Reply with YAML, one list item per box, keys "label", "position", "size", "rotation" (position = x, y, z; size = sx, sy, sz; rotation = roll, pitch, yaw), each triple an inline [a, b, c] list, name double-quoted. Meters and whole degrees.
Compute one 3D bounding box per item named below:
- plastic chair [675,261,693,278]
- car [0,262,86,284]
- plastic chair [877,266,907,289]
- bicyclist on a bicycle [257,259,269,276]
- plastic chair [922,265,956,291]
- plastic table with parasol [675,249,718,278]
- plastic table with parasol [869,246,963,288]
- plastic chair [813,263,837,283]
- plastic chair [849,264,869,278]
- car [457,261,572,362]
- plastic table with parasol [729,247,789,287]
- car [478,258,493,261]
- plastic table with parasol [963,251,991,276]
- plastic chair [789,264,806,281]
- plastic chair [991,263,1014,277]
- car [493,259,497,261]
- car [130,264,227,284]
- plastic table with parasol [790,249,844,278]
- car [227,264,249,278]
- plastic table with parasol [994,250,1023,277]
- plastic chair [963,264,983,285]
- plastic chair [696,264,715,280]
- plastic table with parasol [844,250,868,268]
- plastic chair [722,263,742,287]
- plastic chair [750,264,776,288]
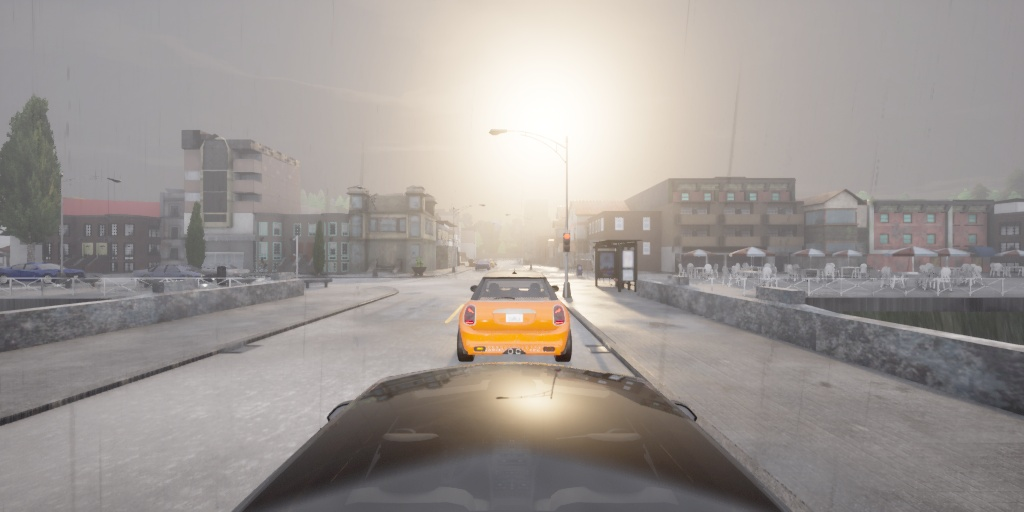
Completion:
- label: "plastic chair"
  position: [14.704, 1.279, 30.633]
  size: [0.730, 1.272, 0.750]
  rotation: [0, 0, 0]
- label: "car"
  position: [-34.322, 1.228, 26.195]
  size: [5.008, 1.535, 1.882]
  rotation: [0, 0, 0]
- label: "plastic chair"
  position: [22.602, 1.279, 21.331]
  size: [0.730, 1.272, 0.750]
  rotation: [0, 0, 0]
- label: "bicyclist on a bicycle"
  position: [-24.014, 1.099, 34.583]
  size: [0.582, 1.620, 1.656]
  rotation: [0, 0, 0]
- label: "plastic chair"
  position: [23.701, 1.279, 19.931]
  size: [0.750, 1.272, 0.730]
  rotation: [0, 0, 0]
- label: "plastic table with parasol"
  position: [15.924, 0.675, 30.513]
  size: [2.482, 2.480, 2.482]
  rotation: [0, 0, 0]
- label: "plastic table with parasol"
  position: [23.802, 0.675, 21.281]
  size: [2.482, 2.480, 2.482]
  rotation: [0, 0, 0]
- label: "plastic chair"
  position: [22.803, 1.279, 26.131]
  size: [0.750, 1.272, 0.730]
  rotation: [0, 0, 0]
- label: "plastic chair"
  position: [29.904, 1.279, 30.829]
  size: [0.750, 1.272, 0.730]
  rotation: [0, 0, 0]
- label: "car"
  position: [0.061, 1.102, 8.375]
  size: [2.097, 1.767, 4.553]
  rotation: [0, 0, 1]
- label: "plastic table with parasol"
  position: [15.172, 0.675, 22.693]
  size: [2.482, 2.480, 2.482]
  rotation: [0, 0, 0]
- label: "car"
  position: [-4.091, 1.228, 51.054]
  size: [1.882, 1.535, 5.008]
  rotation: [0, 0, 0]
- label: "plastic table with parasol"
  position: [30.513, 0.675, 25.109]
  size: [2.482, 2.480, 2.482]
  rotation: [0, 0, 0]
- label: "plastic chair"
  position: [21.703, 1.279, 27.531]
  size: [0.730, 1.272, 0.750]
  rotation: [0, 0, 0]
- label: "plastic chair"
  position: [45.505, 1.279, 33.325]
  size: [0.730, 1.272, 0.750]
  rotation: [0, 0, 0]
- label: "car"
  position: [-4.070, 1.228, 60.840]
  size: [1.882, 1.535, 5.008]
  rotation: [0, 0, 0]
- label: "car"
  position: [-24.460, 1.298, 26.184]
  size: [5.357, 1.411, 2.033]
  rotation: [0, 0, 0]
- label: "plastic table with parasol"
  position: [22.903, 0.675, 27.481]
  size: [2.482, 2.480, 2.482]
  rotation: [0, 0, 0]
- label: "car"
  position: [-25.181, 1.351, 30.345]
  size: [4.718, 1.301, 1.895]
  rotation: [0, 0, 1]
- label: "plastic table with parasol"
  position: [46.705, 0.675, 33.205]
  size: [2.482, 2.480, 2.482]
  rotation: [0, 0, 0]
- label: "plastic chair"
  position: [30.502, 1.279, 23.829]
  size: [0.750, 1.272, 0.730]
  rotation: [0, 0, 0]
- label: "plastic chair"
  position: [15.804, 1.279, 29.233]
  size: [0.750, 1.272, 0.730]
  rotation: [0, 0, 0]
- label: "plastic table with parasol"
  position: [30.234, 0.675, 32.199]
  size: [2.482, 2.480, 2.482]
  rotation: [0, 0, 0]
- label: "plastic chair"
  position: [13.902, 1.279, 22.833]
  size: [0.730, 1.272, 0.750]
  rotation: [0, 0, 0]
- label: "plastic chair"
  position: [15.002, 1.279, 21.433]
  size: [0.750, 1.272, 0.730]
  rotation: [0, 0, 0]
